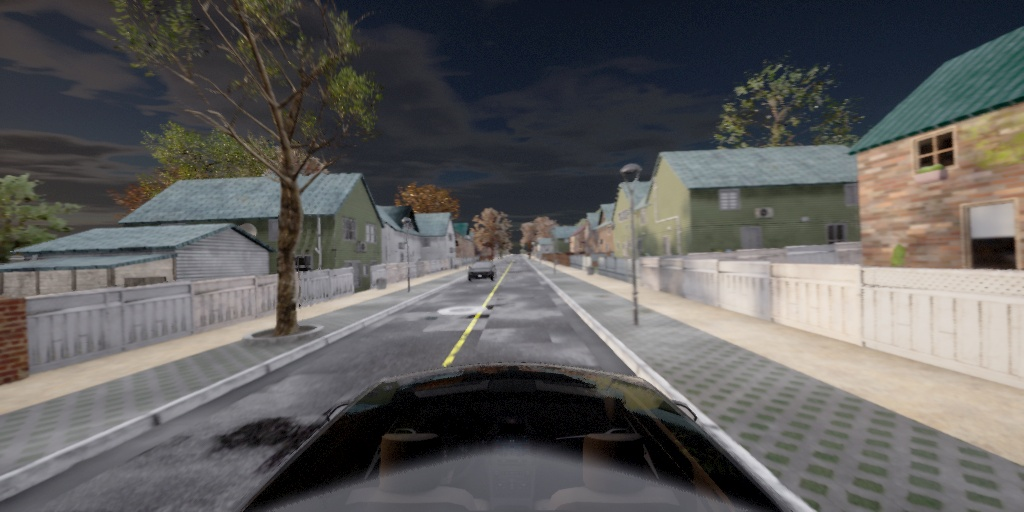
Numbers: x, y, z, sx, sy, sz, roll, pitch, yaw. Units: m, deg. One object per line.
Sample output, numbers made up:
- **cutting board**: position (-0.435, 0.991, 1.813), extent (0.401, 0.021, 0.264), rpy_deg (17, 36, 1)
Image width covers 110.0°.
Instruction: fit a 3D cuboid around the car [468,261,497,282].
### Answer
- **car**: position (-2.217, 1.104, 27.640), extent (1.882, 1.535, 5.008), rpy_deg (-2, 0, 1)
